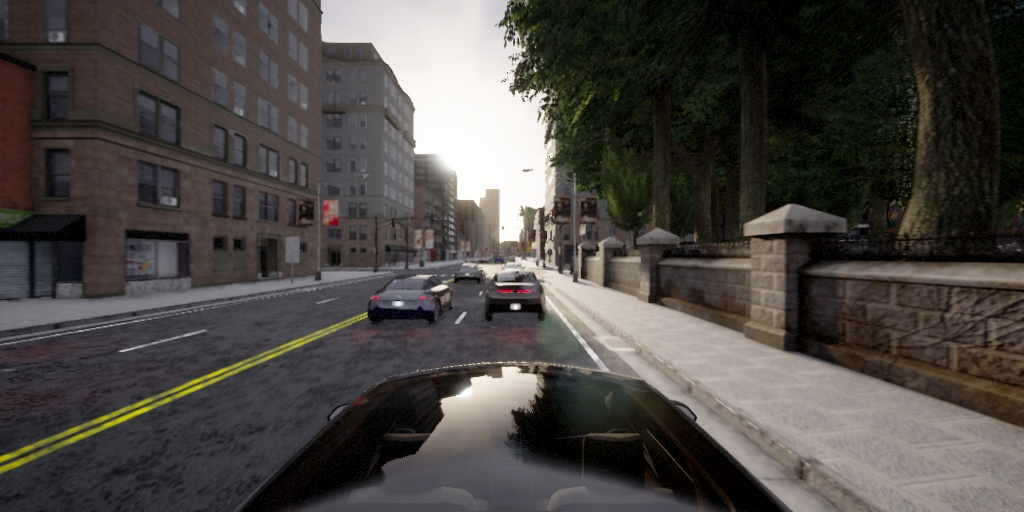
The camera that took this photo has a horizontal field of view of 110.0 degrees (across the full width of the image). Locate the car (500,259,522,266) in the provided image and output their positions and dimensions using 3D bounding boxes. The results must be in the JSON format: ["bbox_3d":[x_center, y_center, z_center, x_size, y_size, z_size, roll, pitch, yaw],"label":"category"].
[{"bbox_3d":[0.101,1.211,27.497,1.812,1.442,4.674,0,0,0],"label":"car"}]

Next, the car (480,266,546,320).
[{"bbox_3d":[0.100,1.223,12.441,1.837,1.490,4.892,0,-1,0],"label":"car"}]

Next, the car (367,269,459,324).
[{"bbox_3d":[-3.148,1.287,11.915,1.994,1.385,4.181,0,0,0],"label":"car"}]

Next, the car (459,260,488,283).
[{"bbox_3d":[-3.148,1.250,27.157,1.994,1.385,4.181,0,0,0],"label":"car"}]
